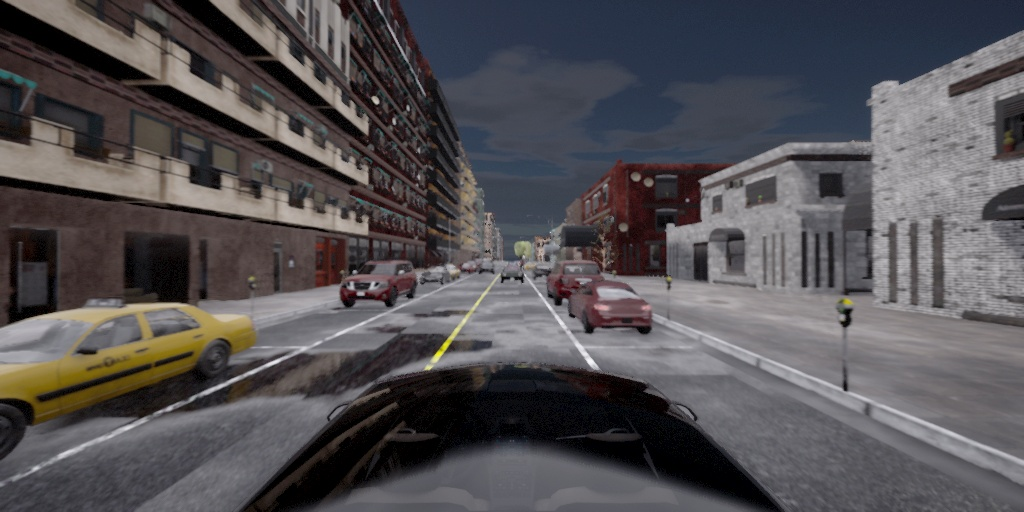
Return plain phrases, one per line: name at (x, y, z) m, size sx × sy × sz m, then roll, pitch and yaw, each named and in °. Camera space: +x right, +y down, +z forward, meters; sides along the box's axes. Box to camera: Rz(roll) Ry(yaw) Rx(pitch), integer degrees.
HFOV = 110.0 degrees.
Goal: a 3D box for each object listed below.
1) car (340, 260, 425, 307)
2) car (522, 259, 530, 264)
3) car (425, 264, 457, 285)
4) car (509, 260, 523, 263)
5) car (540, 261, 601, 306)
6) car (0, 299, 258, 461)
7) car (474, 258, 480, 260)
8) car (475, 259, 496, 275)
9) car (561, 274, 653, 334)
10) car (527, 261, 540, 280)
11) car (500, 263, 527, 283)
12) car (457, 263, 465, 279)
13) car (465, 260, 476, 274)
car at (-5.690, 1.122, 15.996) m, size 2.192 × 1.841 × 5.009 m, roll 0°, pitch 0°, yaw 0°
car at (2.690, 1.518, 54.940) m, size 1.751 × 1.417 × 4.829 m, roll 0°, pitch 0°, yaw 0°
car at (-5.690, 1.407, 27.074) m, size 2.007 × 1.370 × 4.403 m, roll 0°, pitch 0°, yaw 0°
car at (0.089, 1.530, 49.493) m, size 1.994 × 1.385 × 4.181 m, roll 0°, pitch 0°, yaw 0°
car at (2.691, 1.123, 15.997) m, size 2.192 × 1.841 × 5.009 m, roll 0°, pitch 0°, yaw 0°
car at (-5.690, 1.288, 4.748) m, size 1.751 × 1.417 × 4.829 m, roll 0°, pitch 0°, yaw 0°
car at (-5.691, 1.403, 49.230) m, size 1.967 × 1.591 × 4.097 m, roll 0°, pitch 0°, yaw 0°
car at (-3.006, 1.447, 43.633) m, size 1.837 × 1.490 × 4.892 m, roll 0°, pitch -1°, yaw 0°
car at (2.691, 1.367, 10.458) m, size 1.802 × 1.307 × 4.207 m, roll 0°, pitch 0°, yaw 0°
car at (2.691, 1.433, 32.614) m, size 2.007 × 1.370 × 4.403 m, roll 0°, pitch 0°, yaw 0°
car at (0.039, 1.470, 29.654) m, size 1.895 × 1.301 × 4.718 m, roll 0°, pitch 0°, yaw 0°
car at (-5.690, 1.407, 32.443) m, size 1.751 × 1.417 × 4.829 m, roll 0°, pitch 0°, yaw 0°
car at (-5.691, 1.481, 43.692) m, size 1.888 × 1.381 × 4.507 m, roll 0°, pitch 0°, yaw 0°
